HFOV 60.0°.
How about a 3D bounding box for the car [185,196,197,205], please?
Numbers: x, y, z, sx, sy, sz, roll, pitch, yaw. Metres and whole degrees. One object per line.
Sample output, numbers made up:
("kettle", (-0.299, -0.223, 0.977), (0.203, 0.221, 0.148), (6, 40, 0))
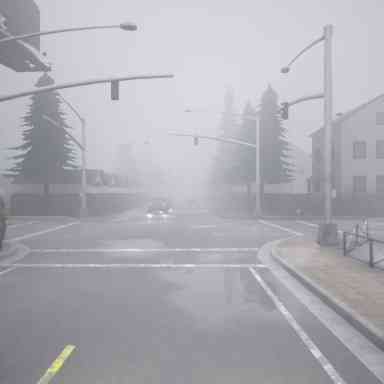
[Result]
("car", (-0.121, 1.492, 59.259), (2.128, 1.511, 4.902), (0, 0, 0))

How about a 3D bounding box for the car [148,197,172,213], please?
("car", (-3.674, 1.352, 37.056), (2.097, 1.767, 4.553), (0, 0, 0))
